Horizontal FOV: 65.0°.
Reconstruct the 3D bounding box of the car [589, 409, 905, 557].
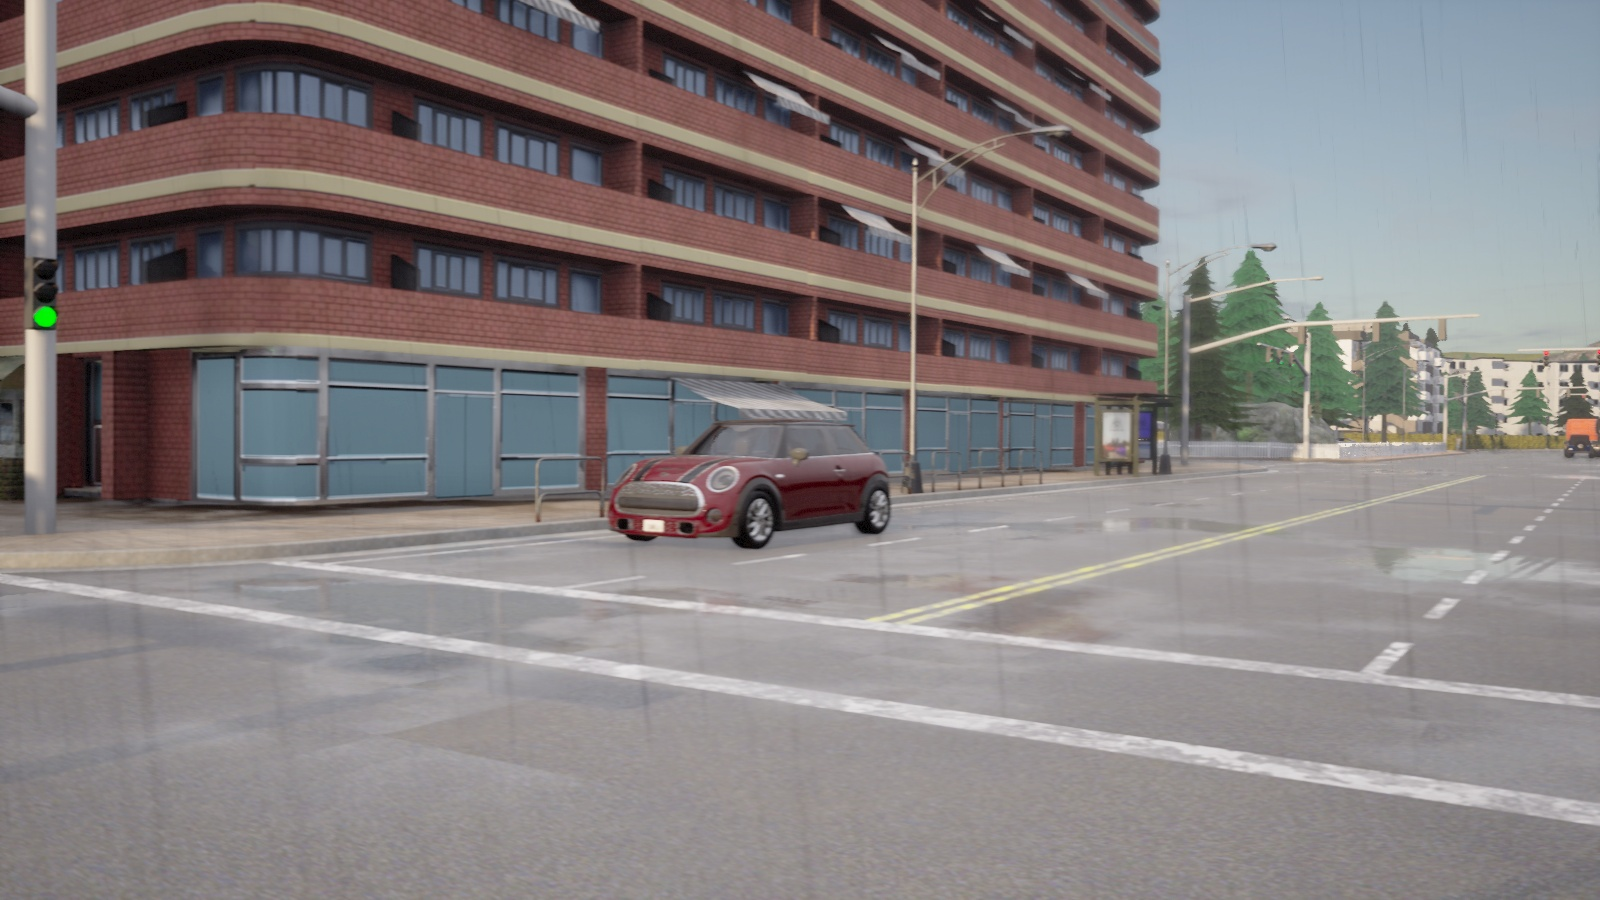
[{"bbox_3d":[-0.560,0.358,17.404,2.097,1.767,4.553,0,1,33],"label":"car"}]
